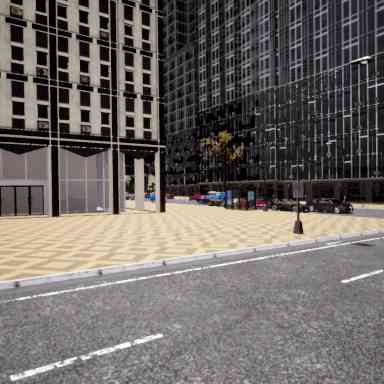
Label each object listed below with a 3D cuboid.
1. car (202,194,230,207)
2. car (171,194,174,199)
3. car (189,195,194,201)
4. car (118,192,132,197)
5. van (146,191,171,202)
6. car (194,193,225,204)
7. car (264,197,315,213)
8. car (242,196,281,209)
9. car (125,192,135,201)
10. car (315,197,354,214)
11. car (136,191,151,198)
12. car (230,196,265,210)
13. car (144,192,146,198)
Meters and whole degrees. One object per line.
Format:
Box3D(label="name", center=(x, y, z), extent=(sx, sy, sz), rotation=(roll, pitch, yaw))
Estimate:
Box3D(label="car", center=(3.745, 1.318, 44.280), extent=(1.947, 1.339, 4.313), rotation=(-1, 1, -35))
Box3D(label="car", center=(-5.454, 0.934, 72.456), extent=(1.802, 1.307, 4.206), rotation=(0, 1, -35))
Box3D(label="car", center=(1.003, 1.042, 63.100), extent=(1.802, 1.307, 4.206), rotation=(-1, 1, -35))
Box3D(label="car", center=(-18.367, 0.687, 91.166), extent=(2.008, 1.369, 4.403), rotation=(0, 1, -35))
Box3D(label="van", center=(-5.895, 0.936, 58.339), extent=(1.690, 1.788, 3.998), rotation=(0, 1, -35))
Box3D(label="car", center=(2.771, 1.260, 50.348), extent=(1.895, 1.301, 4.718), rotation=(-1, 1, -34))
Box3D(label="car", center=(10.139, 1.423, 34.880), extent=(1.947, 1.339, 4.313), rotation=(-1, 1, -35))
Box3D(label="car", center=(8.652, 1.258, 41.811), extent=(1.837, 1.490, 4.892), rotation=(-1, 1, -34))
Box3D(label="car", center=(-12.352, 1.038, 67.697), extent=(2.008, 1.369, 4.403), rotation=(0, 1, -35))
Box3D(label="car", center=(14.001, 1.344, 34.059), extent=(1.837, 1.490, 4.892), rotation=(-1, 1, -35))
Box3D(label="car", center=(-11.911, 0.684, 81.809), extent=(1.967, 1.590, 4.097), rotation=(0, 1, -35))
Box3D(label="car", center=(6.925, 1.387, 39.569), extent=(1.802, 1.307, 4.206), rotation=(-1, 1, -35))
Box3D(label="car", center=(-8.682, 0.613, 77.131), extent=(2.192, 1.841, 5.009), rotation=(0, 1, -35))
